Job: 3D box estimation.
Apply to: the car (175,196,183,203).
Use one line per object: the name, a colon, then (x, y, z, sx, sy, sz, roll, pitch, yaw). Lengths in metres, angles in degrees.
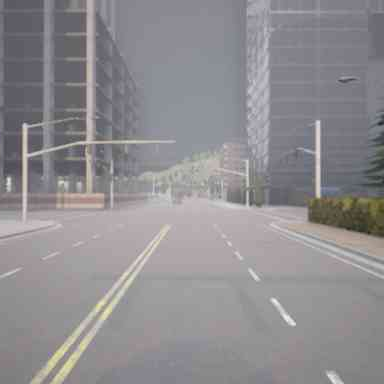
car: (-3.518, 2.120, 93.301, 2.097, 1.767, 4.553, 0, -1, 0)

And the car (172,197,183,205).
car: (-3.515, 2.275, 77.604, 2.128, 1.511, 4.902, 0, -1, 0)
